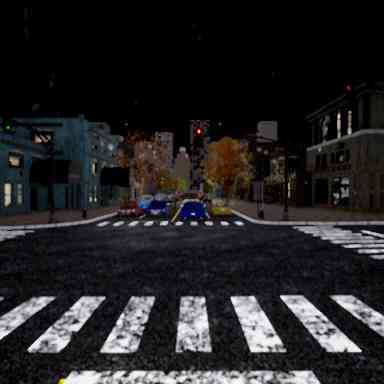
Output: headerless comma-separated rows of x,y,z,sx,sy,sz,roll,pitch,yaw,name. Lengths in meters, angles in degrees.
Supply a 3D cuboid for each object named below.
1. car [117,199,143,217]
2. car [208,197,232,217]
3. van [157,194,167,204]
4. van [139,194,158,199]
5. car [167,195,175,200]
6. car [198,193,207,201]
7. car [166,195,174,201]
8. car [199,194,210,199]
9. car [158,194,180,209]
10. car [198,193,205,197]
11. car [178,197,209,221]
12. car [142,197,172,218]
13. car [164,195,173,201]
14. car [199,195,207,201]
-5.701,1.566,30.717,1.802,1.307,4.206,0,0,0,car
2.678,1.510,30.890,1.752,1.417,4.829,-1,0,0,car
-5.715,1.307,63.994,1.690,1.788,3.998,0,0,0,van
-5.707,1.320,41.809,1.690,1.788,3.998,0,0,0,van
-5.722,1.532,91.726,1.802,1.307,4.206,0,0,0,car
2.658,1.268,86.183,2.192,1.841,5.009,-1,0,0,car
-5.720,1.498,86.180,1.887,1.381,4.507,0,0,0,car
2.670,1.520,58.451,2.008,1.369,4.403,-1,0,0,car
-3.108,1.469,45.350,2.128,1.511,4.902,0,0,0,car
2.664,1.526,75.090,1.947,1.339,4.313,-1,0,0,car
0.087,1.466,26.872,1.882,1.535,5.008,0,0,0,car
-3.127,1.511,30.623,1.812,1.442,4.674,0,0,0,car
-5.719,1.523,80.633,1.947,1.339,4.313,0,0,0,car
2.663,1.501,80.636,1.887,1.381,4.507,-1,0,0,car
